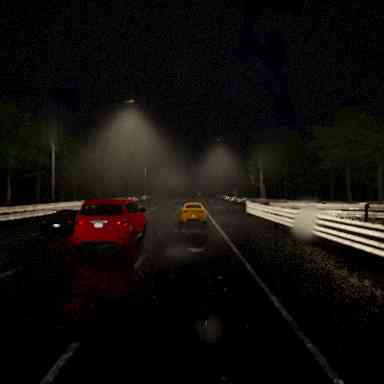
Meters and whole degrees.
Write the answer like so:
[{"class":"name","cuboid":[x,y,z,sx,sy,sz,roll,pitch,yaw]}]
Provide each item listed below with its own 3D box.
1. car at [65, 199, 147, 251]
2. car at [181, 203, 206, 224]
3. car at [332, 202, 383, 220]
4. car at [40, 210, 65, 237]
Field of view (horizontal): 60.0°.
[{"class":"car","cuboid":[-3.395,1.319,14.766,2.150,2.045,5.566,0,0,0]},{"class":"car","cuboid":[0.108,1.627,26.628,1.882,1.535,5.008,0,0,0]},{"class":"car","cuboid":[14.293,1.567,28.619,2.163,1.488,4.792,0,-1,-26]},{"class":"car","cuboid":[-6.893,1.684,18.919,1.994,1.385,4.181,0,0,0]}]
